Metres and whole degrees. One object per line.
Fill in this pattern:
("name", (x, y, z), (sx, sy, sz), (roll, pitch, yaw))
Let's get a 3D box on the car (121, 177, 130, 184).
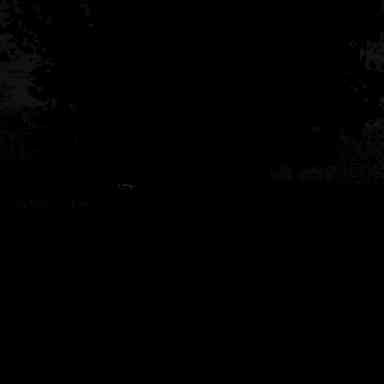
("car", (-13.338, -2.295, 66.908), (1.812, 1.442, 4.674), (0, 4, 3))
